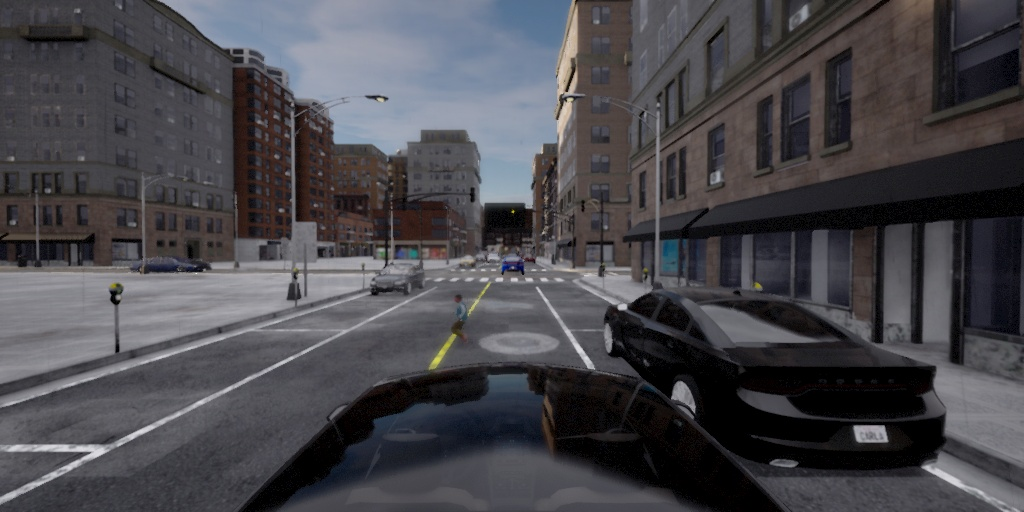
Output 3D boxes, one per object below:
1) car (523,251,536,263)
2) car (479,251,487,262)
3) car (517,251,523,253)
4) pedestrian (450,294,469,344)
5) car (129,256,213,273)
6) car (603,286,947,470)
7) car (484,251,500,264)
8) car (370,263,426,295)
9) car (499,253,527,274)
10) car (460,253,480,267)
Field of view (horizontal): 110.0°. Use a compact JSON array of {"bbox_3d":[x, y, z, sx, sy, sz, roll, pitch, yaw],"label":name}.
[{"bbox_3d":[2.631,0.318,55.520,1.967,1.591,4.097,0,0,0],"label":"car"},{"bbox_3d":[-5.395,0.338,61.181,2.007,1.370,4.403,0,0,0],"label":"car"},{"bbox_3d":[0.085,0.318,50.082,2.097,1.767,4.553,0,1,0],"label":"car"},{"bbox_3d":[-1.087,1.326,7.688,0.500,1.100,0.500,0,1,-8],"label":"pedestrian"},{"bbox_3d":[-27.523,0.727,28.982,5.357,1.411,2.033,0,1,0],"label":"car"},{"bbox_3d":[2.750,1.171,5.221,1.882,1.535,5.008,0,1,0],"label":"car"},{"bbox_3d":[-2.825,0.411,55.083,1.812,1.442,4.674,0,1,0],"label":"car"},{"bbox_3d":[-5.390,1.046,17.355,2.007,1.370,4.403,0,0,0],"label":"car"},{"bbox_3d":[0.085,0.743,31.795,1.882,1.535,5.008,0,1,0],"label":"car"},{"bbox_3d":[-5.393,0.587,44.027,1.751,1.417,4.829,0,0,0],"label":"car"}]
